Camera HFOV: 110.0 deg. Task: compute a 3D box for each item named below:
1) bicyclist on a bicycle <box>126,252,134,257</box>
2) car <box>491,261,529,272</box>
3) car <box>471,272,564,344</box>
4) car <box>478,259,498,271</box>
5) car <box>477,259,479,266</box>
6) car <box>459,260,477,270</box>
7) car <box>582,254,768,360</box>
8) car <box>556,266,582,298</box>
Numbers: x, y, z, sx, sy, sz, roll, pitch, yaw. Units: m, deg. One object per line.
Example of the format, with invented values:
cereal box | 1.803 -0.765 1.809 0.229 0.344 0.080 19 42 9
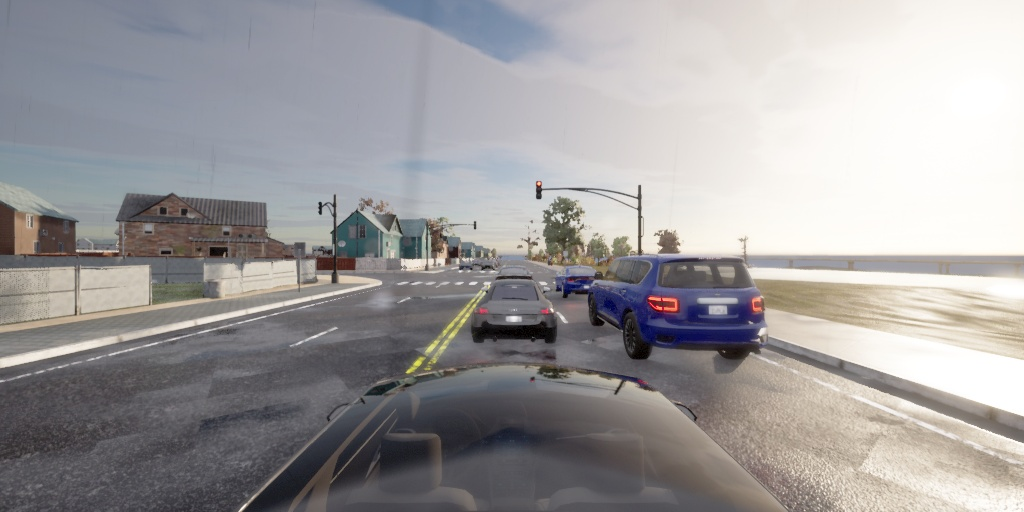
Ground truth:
bicyclist on a bicycle | -29.604 0.544 27.779 0.582 1.620 1.656 1 0 -35
car | 0.107 1.228 18.599 1.882 1.535 5.008 0 0 0
car | 0.088 1.314 9.659 1.994 1.385 4.181 0 0 1
car | -3.321 1.281 51.147 1.837 1.490 4.892 0 0 0
car | -6.535 1.343 64.516 2.033 1.411 5.357 0 0 0
car | -6.600 1.325 52.232 2.033 1.411 5.357 0 0 -2
car | 3.348 0.971 8.503 2.150 2.045 5.566 0 0 0
car | 3.356 1.228 18.441 1.882 1.535 5.008 0 0 1
